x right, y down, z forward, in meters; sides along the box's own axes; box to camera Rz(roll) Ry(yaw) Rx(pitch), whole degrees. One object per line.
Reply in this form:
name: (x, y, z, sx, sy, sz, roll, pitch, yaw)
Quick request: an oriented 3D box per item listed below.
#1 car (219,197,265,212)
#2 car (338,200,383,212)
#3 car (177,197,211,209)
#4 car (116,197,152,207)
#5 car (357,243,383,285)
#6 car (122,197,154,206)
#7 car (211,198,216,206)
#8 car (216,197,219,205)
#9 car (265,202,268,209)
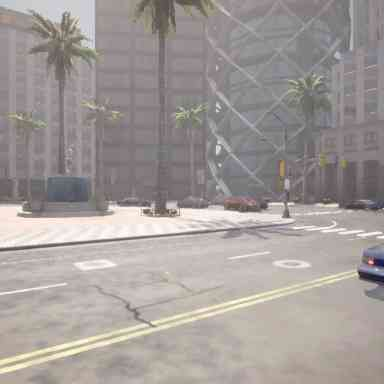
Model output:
car: (5.917, 1.352, 39.658, 2.097, 1.767, 4.553, 0, 0, -39)
car: (19.798, 1.600, 39.128, 1.895, 1.301, 4.718, 0, 0, -35)
car: (-0.089, 1.564, 45.841, 4.181, 1.385, 1.994, 0, 0, 35)
car: (-8.978, 1.601, 50.540, 4.718, 1.301, 1.895, 0, 0, 16)
car: (6.233, 1.547, 8.220, 5.357, 1.411, 2.033, 0, 0, -35)
car: (-8.745, 1.525, 54.011, 4.674, 1.442, 1.812, 0, 0, 15)
car: (0.579, 1.491, 49.632, 4.902, 1.511, 2.128, 0, 0, 33)
car: (4.606, 1.563, 55.538, 4.181, 1.385, 1.994, 0, 0, 35)
car: (7.562, 1.477, 43.223, 1.882, 1.535, 5.008, 0, 0, -41)
